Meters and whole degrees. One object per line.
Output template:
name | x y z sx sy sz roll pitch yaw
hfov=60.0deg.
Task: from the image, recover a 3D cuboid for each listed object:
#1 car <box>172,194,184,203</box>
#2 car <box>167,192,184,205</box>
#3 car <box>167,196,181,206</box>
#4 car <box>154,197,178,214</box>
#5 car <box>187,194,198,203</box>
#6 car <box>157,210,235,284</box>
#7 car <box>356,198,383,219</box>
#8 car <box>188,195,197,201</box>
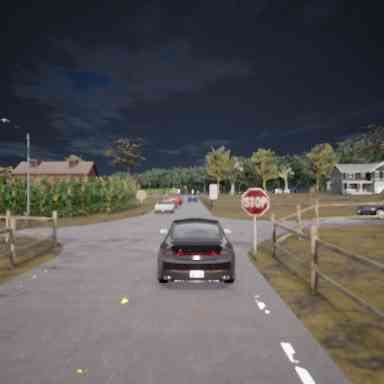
car | -2.721 1.210 64.251 2.097 1.767 4.553 0 0 0
car | -2.793 1.102 54.310 2.150 2.045 5.566 0 0 0
car | -2.813 1.505 44.531 1.895 1.301 4.718 0 0 0
car | -2.830 1.530 34.941 1.895 1.301 4.718 0 0 0
car | 0.131 1.202 67.445 2.097 1.767 4.553 0 0 0
car | 0.104 1.493 9.489 1.837 1.490 4.892 0 0 0
car | 13.679 1.024 22.461 4.892 1.490 1.837 -2 -2 0
car | 0.060 1.379 77.684 1.994 1.385 4.181 0 0 0
